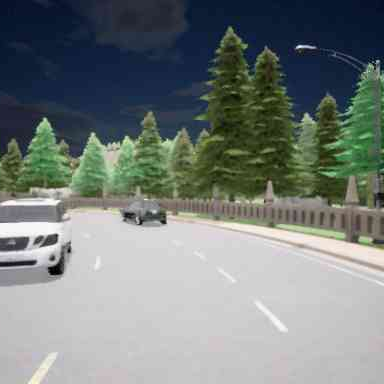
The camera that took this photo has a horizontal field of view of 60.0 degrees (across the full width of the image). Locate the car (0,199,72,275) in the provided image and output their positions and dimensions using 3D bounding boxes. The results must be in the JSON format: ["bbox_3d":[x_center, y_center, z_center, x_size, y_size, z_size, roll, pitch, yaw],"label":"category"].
[{"bbox_3d":[-5.097,1.247,10.612,2.150,2.045,5.566,0,0,-16],"label":"car"}]

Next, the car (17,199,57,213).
[{"bbox_3d":[-17.912,1.591,38.392,4.892,1.490,1.837,0,-1,32],"label":"car"}]

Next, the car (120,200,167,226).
[{"bbox_3d":[-3.638,1.397,24.316,2.097,1.767,4.553,0,0,-31],"label":"car"}]
